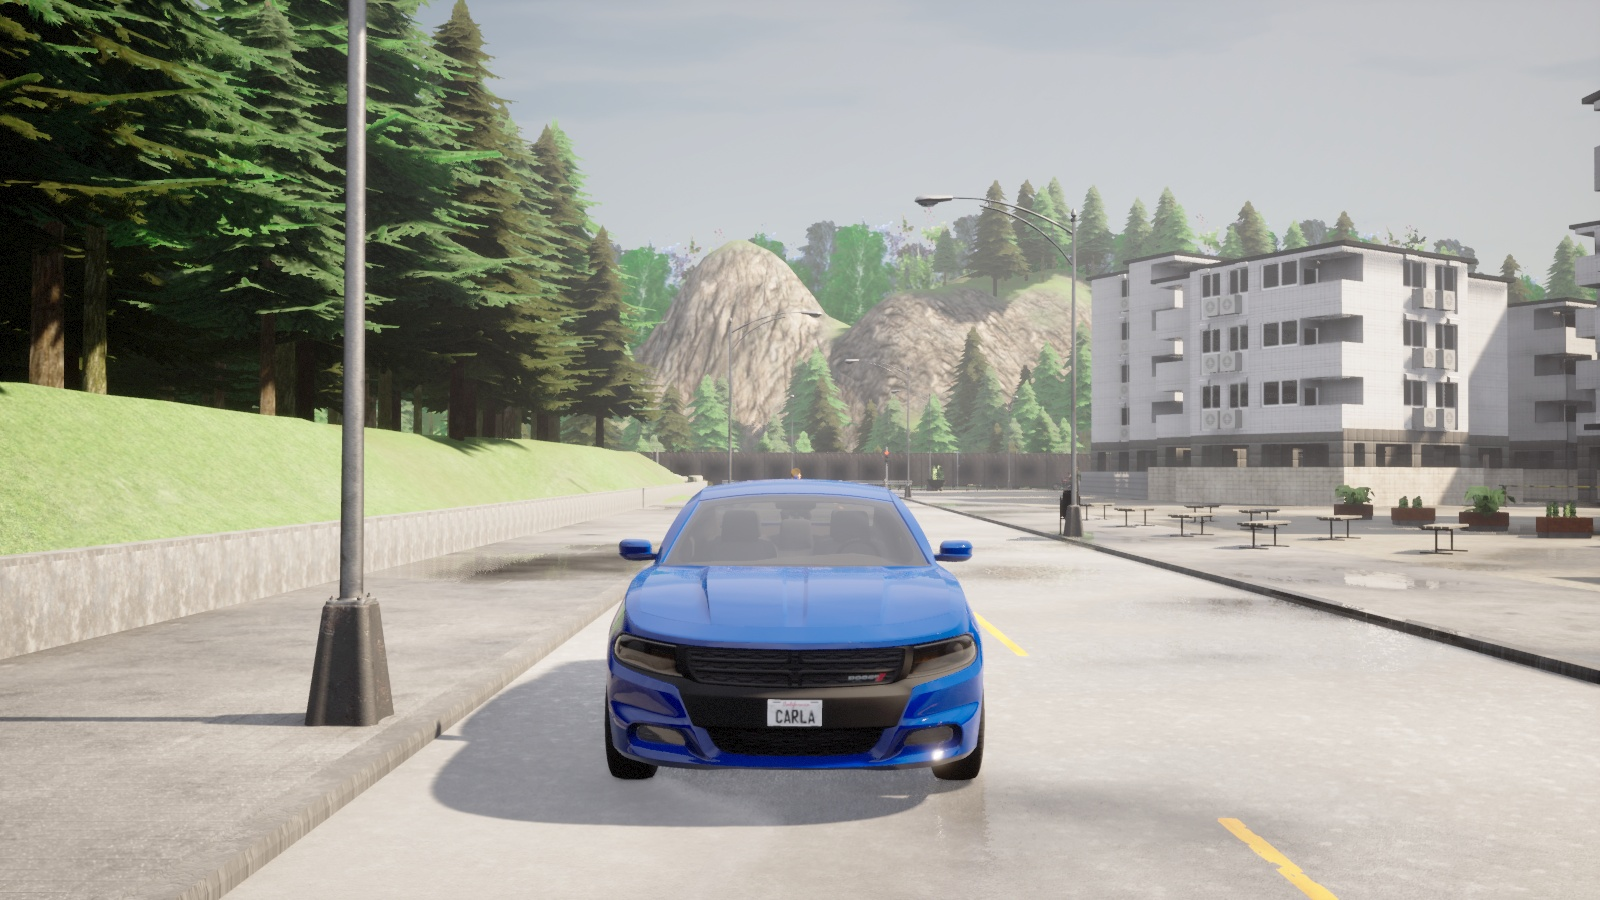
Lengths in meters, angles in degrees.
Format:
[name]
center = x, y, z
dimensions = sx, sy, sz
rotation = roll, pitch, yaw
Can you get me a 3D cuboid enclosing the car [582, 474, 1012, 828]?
[car]
center = -0.021, 0.927, 8.026
dimensions = 1.882, 1.535, 5.008
rotation = 0, -1, 0
